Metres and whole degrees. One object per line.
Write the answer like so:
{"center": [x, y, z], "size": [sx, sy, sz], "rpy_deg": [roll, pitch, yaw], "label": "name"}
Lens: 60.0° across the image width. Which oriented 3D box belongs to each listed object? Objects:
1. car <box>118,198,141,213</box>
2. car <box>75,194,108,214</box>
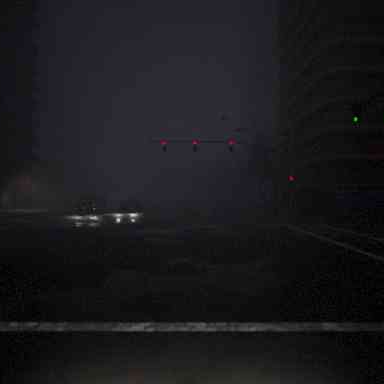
{"center": [-7.007, 1.487, 37.764], "size": [1.882, 1.535, 5.008], "rpy_deg": [0, 0, 0], "label": "car"}
{"center": [-10.520, 1.228, 35.165], "size": [2.150, 2.045, 5.566], "rpy_deg": [0, 0, 0], "label": "car"}
